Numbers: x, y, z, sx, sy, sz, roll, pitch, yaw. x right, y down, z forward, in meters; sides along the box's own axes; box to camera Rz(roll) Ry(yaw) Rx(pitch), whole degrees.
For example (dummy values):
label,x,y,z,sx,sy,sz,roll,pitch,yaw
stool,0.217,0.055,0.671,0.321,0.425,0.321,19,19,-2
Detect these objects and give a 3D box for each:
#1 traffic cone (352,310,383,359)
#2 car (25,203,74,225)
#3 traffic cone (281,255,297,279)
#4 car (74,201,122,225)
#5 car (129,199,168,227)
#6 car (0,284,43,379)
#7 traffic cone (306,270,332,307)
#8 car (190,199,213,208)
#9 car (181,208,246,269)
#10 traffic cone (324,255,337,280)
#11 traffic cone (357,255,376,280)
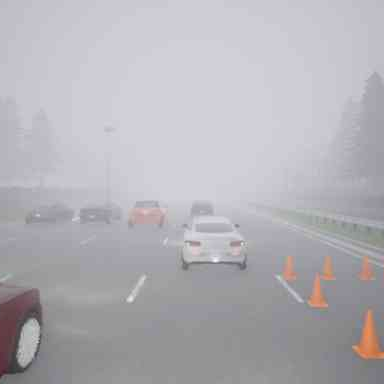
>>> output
label,x,y,z,sx,sy,sz,roll,pitch,yaw
traffic cone,2.470,1.947,4.636,0.340,0.580,0.340,0,0,1
car,-9.723,1.439,23.043,1.994,1.385,4.181,0,0,1
traffic cone,2.518,1.932,8.636,0.340,0.580,0.340,0,0,1
car,-6.220,1.365,23.186,1.882,1.535,5.008,0,0,1
car,-2.736,1.259,21.814,2.097,1.767,4.553,0,0,1
car,-2.965,1.456,2.533,1.882,1.535,5.008,0,0,1
traffic cone,2.494,1.940,6.636,0.340,0.580,0.340,0,0,1
car,0.853,1.370,29.387,1.882,1.535,5.008,0,0,1
car,0.634,1.487,10.872,1.812,1.442,4.674,0,0,1
traffic cone,3.518,1.936,8.624,0.340,0.580,0.340,0,0,1
traffic cone,4.518,1.940,8.612,0.340,0.580,0.340,0,0,1
